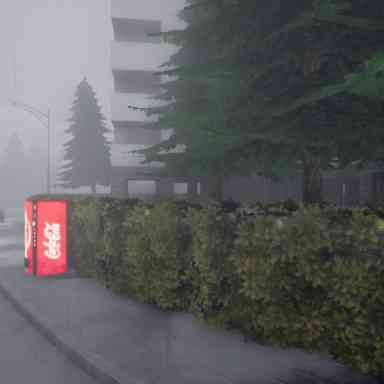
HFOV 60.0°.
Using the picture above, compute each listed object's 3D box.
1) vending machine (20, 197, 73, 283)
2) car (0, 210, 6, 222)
[{"bbox_3d":[-3.881,1.193,8.873,1.100,2.100,0.880,0,0,-38],"label":"vending machine"},{"bbox_3d":[-14.689,1.558,23.435,1.994,1.385,4.181,0,0,-14],"label":"car"}]
